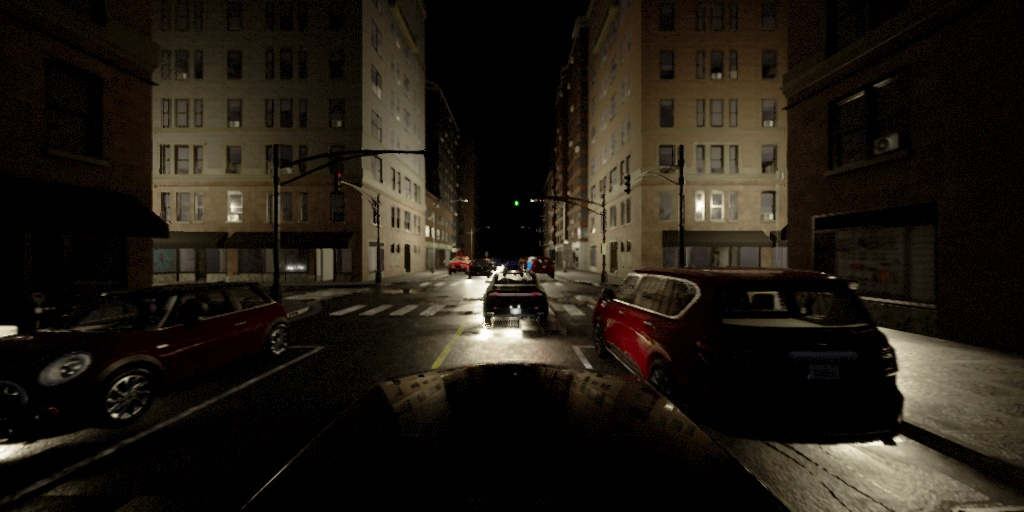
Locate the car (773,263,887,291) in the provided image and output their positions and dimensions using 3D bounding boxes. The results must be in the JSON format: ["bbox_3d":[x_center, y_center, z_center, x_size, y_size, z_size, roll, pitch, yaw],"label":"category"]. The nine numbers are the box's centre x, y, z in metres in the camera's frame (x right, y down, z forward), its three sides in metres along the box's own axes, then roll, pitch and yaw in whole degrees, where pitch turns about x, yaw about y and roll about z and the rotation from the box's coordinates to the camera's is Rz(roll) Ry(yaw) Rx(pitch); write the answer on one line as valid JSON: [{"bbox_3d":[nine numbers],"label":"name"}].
[{"bbox_3d":[18.019,1.168,20.497,4.892,1.490,1.837,0,0,0],"label":"car"}]

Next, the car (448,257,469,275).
[{"bbox_3d":[-5.417,0.997,37.979,2.192,1.841,5.009,0,0,0],"label":"car"}]

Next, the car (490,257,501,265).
[{"bbox_3d":[-2.837,1.158,44.592,2.128,1.511,4.902,0,1,0],"label":"car"}]

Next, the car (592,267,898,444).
[{"bbox_3d":[2.638,1.058,5.420,2.192,1.841,5.009,0,0,0],"label":"car"}]

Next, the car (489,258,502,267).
[{"bbox_3d":[-2.786,1.115,61.675,1.882,1.535,5.008,0,0,1],"label":"car"}]

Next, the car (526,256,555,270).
[{"bbox_3d":[2.702,1.008,32.476,2.192,1.841,5.009,0,0,0],"label":"car"}]

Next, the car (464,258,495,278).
[{"bbox_3d":[-2.843,1.170,32.661,1.882,1.535,5.008,0,0,0],"label":"car"}]

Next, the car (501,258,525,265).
[{"bbox_3d":[0.101,1.213,35.292,1.812,1.442,4.674,0,0,0],"label":"car"}]

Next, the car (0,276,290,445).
[{"bbox_3d":[-5.387,1.183,5.420,1.967,1.591,4.097,0,0,0],"label":"car"}]

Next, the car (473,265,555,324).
[{"bbox_3d":[0.099,1.222,11.835,2.128,1.511,4.902,0,0,0],"label":"car"}]
